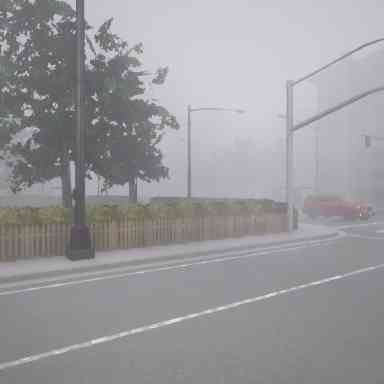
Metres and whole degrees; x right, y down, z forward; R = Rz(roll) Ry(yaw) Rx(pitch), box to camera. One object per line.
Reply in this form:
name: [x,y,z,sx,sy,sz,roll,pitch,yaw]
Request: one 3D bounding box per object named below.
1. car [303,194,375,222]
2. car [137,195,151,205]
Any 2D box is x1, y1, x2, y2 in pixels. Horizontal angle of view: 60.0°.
car: [11.675,1.221,26.937,2.150,2.045,5.566,0,0,-35]
car: [-7.722,1.362,55.102,2.097,1.767,4.553,0,0,-35]
